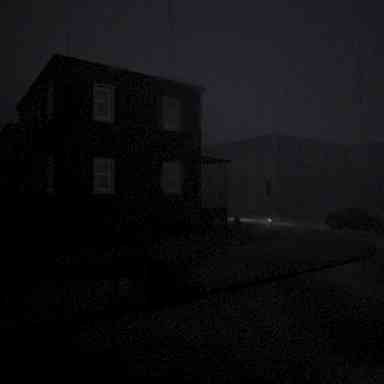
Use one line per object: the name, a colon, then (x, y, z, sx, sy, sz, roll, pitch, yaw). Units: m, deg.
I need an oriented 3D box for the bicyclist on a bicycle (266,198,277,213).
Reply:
bicyclist on a bicycle: (8.304, 1.348, 34.786, 1.656, 1.620, 0.582, 0, 0, -35)

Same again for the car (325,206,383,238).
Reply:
car: (9.384, 1.525, 17.954, 1.812, 1.442, 4.674, 0, 0, -26)
